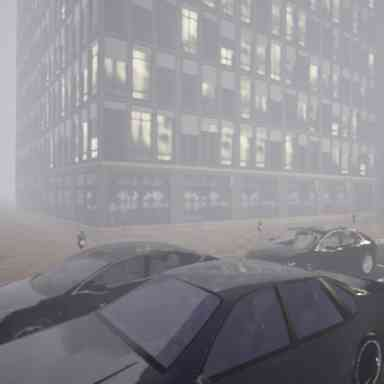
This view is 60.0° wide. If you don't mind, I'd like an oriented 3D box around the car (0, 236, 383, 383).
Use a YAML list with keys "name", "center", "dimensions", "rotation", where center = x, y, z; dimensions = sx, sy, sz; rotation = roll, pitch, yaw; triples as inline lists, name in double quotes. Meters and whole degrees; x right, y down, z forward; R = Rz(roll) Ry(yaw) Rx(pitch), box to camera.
- name: "car"
  center: [0.368, 1.552, 3.634]
  dimensions: [5.357, 1.411, 2.033]
  rotation: [0, 0, -35]

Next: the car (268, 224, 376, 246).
- name: "car"
  center: [3.226, 1.571, 8.853]
  dimensions: [4.403, 1.369, 2.008]
  rotation: [0, 0, -35]

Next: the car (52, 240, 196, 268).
- name: "car"
  center: [-1.284, 1.572, 5.638]
  dimensions: [4.313, 1.339, 1.947]
  rotation: [0, 0, -35]
